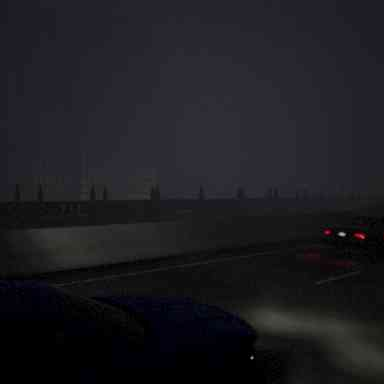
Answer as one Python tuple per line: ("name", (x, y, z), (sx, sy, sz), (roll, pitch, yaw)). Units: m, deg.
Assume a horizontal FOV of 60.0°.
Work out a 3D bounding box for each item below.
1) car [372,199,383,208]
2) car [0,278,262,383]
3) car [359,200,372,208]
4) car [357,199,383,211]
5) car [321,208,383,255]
("car", (18.842, 1.496, 30.316), (5.008, 1.535, 1.882), (0, 0, -35))
("car", (-1.608, 1.478, 2.600), (5.008, 1.535, 1.882), (0, 0, -36))
("car", (20.085, 1.498, 35.484), (5.008, 1.535, 1.882), (0, 0, -35))
("car", (22.991, 1.625, 41.807), (4.718, 1.301, 1.895), (0, 0, -35))
("car", (7.396, 1.555, 13.320), (5.357, 1.411, 2.033), (0, 0, -36))
